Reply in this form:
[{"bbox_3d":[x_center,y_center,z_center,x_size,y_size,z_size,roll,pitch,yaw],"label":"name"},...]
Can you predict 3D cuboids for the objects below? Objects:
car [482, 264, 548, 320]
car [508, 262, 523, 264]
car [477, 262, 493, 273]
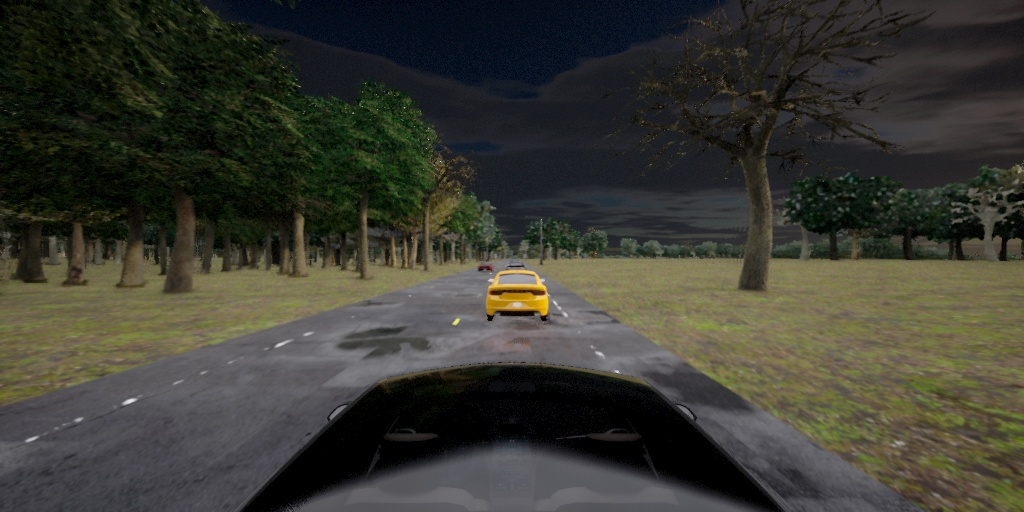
[{"bbox_3d":[0.172,1.232,12.685,1.882,1.535,5.008,0,0,0],"label":"car"},{"bbox_3d":[0.328,1.251,33.195,2.128,1.511,4.902,0,0,0],"label":"car"},{"bbox_3d":[-3.207,1.362,44.962,1.895,1.301,4.718,0,0,1],"label":"car"}]
